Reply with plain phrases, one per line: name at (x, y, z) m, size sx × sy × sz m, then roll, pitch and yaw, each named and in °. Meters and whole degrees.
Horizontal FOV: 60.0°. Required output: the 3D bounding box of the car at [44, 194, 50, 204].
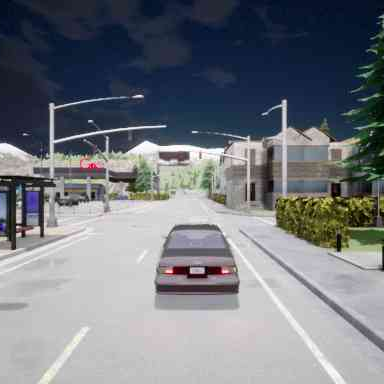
car at (-25.884, 1.289, 61.061) m, size 1.932 × 1.855 × 4.605 m, roll 0°, pitch 0°, yaw 0°

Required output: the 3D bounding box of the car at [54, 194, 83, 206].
car at (-18.917, 1.489, 51.068) m, size 2.007 × 1.523 × 4.514 m, roll 0°, pitch 0°, yaw 0°

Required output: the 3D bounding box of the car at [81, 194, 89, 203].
car at (-22.618, 1.268, 68.937) m, size 1.905 × 1.878 × 3.866 m, roll 0°, pitch 0°, yaw 0°

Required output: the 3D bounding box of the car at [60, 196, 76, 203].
car at (-25.944, 1.552, 69.540) m, size 1.970 × 1.475 × 3.806 m, roll 0°, pitch 0°, yaw 0°

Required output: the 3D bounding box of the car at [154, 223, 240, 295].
car at (0.101, 1.547, 8.871) m, size 2.033 × 1.411 × 5.357 m, roll 0°, pitch 0°, yaw 0°
